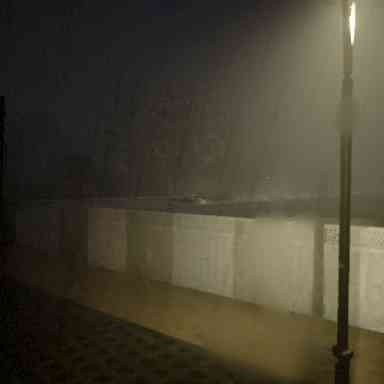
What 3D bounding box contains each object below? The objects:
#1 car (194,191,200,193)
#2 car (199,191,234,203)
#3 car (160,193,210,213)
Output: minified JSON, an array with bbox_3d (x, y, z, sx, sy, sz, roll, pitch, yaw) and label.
[{"bbox_3d":[1.068,0.468,46.263,1.895,1.301,4.718,5,4,41],"label":"car"},{"bbox_3d":[3.520,0.663,44.140,1.895,1.301,4.718,5,4,41],"label":"car"},{"bbox_3d":[-0.802,1.124,29.169,1.812,1.442,4.674,5,4,41],"label":"car"}]
